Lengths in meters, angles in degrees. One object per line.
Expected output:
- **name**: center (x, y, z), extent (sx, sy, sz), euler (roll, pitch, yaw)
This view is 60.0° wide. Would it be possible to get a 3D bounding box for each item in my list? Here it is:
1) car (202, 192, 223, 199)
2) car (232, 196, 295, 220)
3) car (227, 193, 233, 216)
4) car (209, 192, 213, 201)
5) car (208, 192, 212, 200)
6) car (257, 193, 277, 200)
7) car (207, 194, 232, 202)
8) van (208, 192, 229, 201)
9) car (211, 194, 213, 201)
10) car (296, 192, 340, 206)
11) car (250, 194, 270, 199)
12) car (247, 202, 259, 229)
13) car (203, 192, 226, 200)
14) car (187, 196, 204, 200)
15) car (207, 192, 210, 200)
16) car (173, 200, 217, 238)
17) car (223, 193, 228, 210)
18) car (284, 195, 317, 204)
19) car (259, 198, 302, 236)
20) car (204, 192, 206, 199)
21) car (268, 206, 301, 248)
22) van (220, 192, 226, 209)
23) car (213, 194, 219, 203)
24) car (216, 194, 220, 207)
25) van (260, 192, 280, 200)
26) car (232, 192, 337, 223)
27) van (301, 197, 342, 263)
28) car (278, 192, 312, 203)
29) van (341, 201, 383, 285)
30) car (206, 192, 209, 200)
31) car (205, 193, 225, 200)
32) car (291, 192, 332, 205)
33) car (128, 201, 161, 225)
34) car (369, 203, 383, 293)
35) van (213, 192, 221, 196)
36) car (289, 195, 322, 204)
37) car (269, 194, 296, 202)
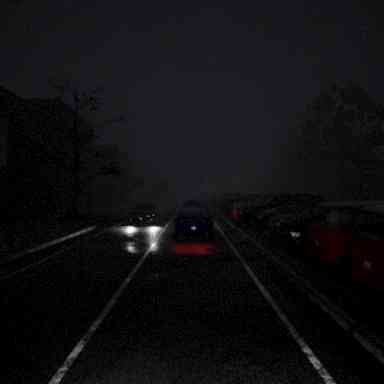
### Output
- **car**: center (5.585, 0.979, 91.002), extent (5.566, 2.045, 2.435), euler (0, 0, 0)
- **car**: center (5.620, 1.261, 26.530), extent (4.553, 1.767, 2.185), euler (0, 0, 0)
- **car**: center (5.628, 1.148, 23.727), extent (5.566, 2.045, 2.435), euler (0, 0, 0)
- **car**: center (5.791, 1.269, 51.761), extent (5.366, 1.575, 1.946), euler (0, 0, 0)
- **car**: center (5.596, 1.261, 54.560), extent (5.008, 1.535, 2.097), euler (0, 0, 0)
- **car**: center (18.607, 1.074, 82.640), extent (4.553, 1.767, 2.185), euler (0, 0, 0)
- **car**: center (5.570, 1.231, 68.577), extent (5.008, 1.535, 2.097), euler (0, 0, 0)
- **van**: center (5.687, 1.002, 71.380), extent (4.442, 1.987, 1.878), euler (0, 0, 0)
- **car**: center (5.640, 1.315, 48.957), extent (4.792, 1.488, 2.163), euler (0, 0, 0)
- **car**: center (18.661, 1.016, 49.345), extent (5.566, 2.045, 2.435), euler (0, 0, 0)
- **car**: center (18.641, 1.212, 90.995), extent (5.008, 1.535, 2.097), euler (0, 0, 0)
- **car**: center (5.664, 1.465, 18.121), extent (4.674, 1.452, 2.002), euler (0, 0, 0)
- **car**: center (5.586, 0.965, 82.592), extent (5.566, 2.045, 2.435), euler (0, 0, 0)
- **car**: center (0.079, 1.370, 38.677), extent (1.837, 1.490, 4.892), euler (0, 0, 0)
- **car**: center (5.562, 1.274, 60.168), extent (4.792, 1.488, 2.163), euler (0, 0, 0)
- **car**: center (0.077, 1.433, 17.335), extent (1.882, 1.535, 5.008), euler (0, 1, 0)
- **car**: center (5.672, 1.235, 32.137), extent (4.553, 1.767, 2.185), euler (0, 0, 0)
- **car**: center (18.670, 1.236, 57.576), extent (5.008, 1.535, 2.097), euler (0, 0, 0)
- **car**: center (5.703, 1.312, 15.317), extent (4.553, 1.767, 2.185), euler (0, 0, 0)
- **car**: center (5.609, 0.984, 65.773), extent (5.566, 2.045, 2.435), euler (0, 0, 0)
- **car**: center (5.670, 1.451, 12.515), extent (4.892, 1.521, 2.231), euler (0, 0, 0)
- **van**: center (5.519, 1.123, 34.940), extent (4.442, 1.987, 1.878), euler (0, 0, 0)
- **car**: center (5.592, 1.340, 43.351), extent (4.792, 1.488, 2.163), euler (0, 0, 0)
- **car**: center (5.626, 1.336, 37.744), extent (5.008, 1.535, 2.097), euler (0, 0, 0)
- **van**: center (18.756, 0.974, 79.859), extent (4.442, 1.987, 1.878), euler (0, 0, 0)
- **car**: center (5.633, 1.161, 20.923), extent (5.566, 2.045, 2.435), euler (0, 0, 0)
- **van**: center (5.798, 1.237, 9.711), extent (4.442, 1.987, 1.878), euler (0, 0, 0)
- **car**: center (18.642, 0.977, 60.362), extent (5.566, 2.045, 2.435), euler (0, 0, 0)
- **van**: center (5.803, 1.249, 6.907), extent (4.442, 1.987, 1.878), euler (0, 0, 0)
- **car**: center (5.581, 1.240, 62.966), extent (4.892, 1.521, 2.231), euler (0, 0, 0)
- **car**: center (5.528, 1.091, 79.791), extent (4.553, 1.767, 2.185), euler (0, 0, 0)
- **car**: center (18.656, 1.004, 52.006), extent (5.566, 2.045, 2.435), euler (0, 0, 0)
- **car**: center (-3.260, 1.439, 23.588), extent (1.837, 1.490, 4.892), euler (0, 0, 0)
- **car**: center (5.663, 1.237, 4.103), extent (5.566, 2.045, 2.435), euler (0, 0, 0)
- **van**: center (5.499, 1.072, 46.153), extent (4.442, 1.987, 1.878), euler (0, 0, 0)
- **car**: center (18.677, 1.284, 54.915), extent (4.674, 1.452, 2.002), euler (0, 0, 0)
- **car**: center (18.650, 1.215, 68.716), extent (5.008, 1.535, 2.097), euler (0, 0, 0)
